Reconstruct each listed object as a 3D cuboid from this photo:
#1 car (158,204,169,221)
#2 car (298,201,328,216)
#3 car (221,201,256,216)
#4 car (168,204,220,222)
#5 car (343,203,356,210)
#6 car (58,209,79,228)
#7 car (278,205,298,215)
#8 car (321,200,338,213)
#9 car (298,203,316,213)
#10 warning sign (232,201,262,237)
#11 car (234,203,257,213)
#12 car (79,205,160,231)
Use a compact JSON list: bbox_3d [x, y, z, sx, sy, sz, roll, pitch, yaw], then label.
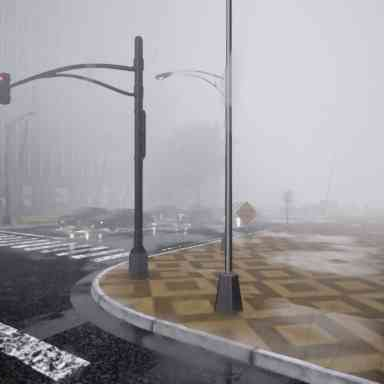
[{"bbox_3d":[-2.864,1.991,32.903,1.837,1.490,4.892,0,-1,33],"label":"car"},{"bbox_3d":[16.237,2.345,44.375,2.128,1.511,4.902,0,-1,33],"label":"car"},{"bbox_3d":[5.773,2.037,40.340,2.097,1.767,4.553,0,-1,33],"label":"car"},{"bbox_3d":[0.307,1.995,31.828,2.128,1.511,4.902,0,-1,33],"label":"car"},{"bbox_3d":[31.278,2.839,65.828,1.812,1.442,4.674,0,-1,33],"label":"car"},{"bbox_3d":[-7.824,1.847,25.151,1.812,1.442,4.674,0,-1,31],"label":"car"},{"bbox_3d":[13.567,2.453,46.225,1.895,1.301,4.718,0,-1,33],"label":"car"},{"bbox_3d":[21.752,2.256,53.068,2.150,2.045,5.566,0,-1,33],"label":"car"},{"bbox_3d":[18.997,2.595,54.793,1.994,1.385,4.181,0,-1,33],"label":"car"},{"bbox_3d":[3.058,1.456,18.575,1.300,1.860,1.060,1,1,33],"label":"warning sign"},{"bbox_3d":[8.091,2.373,49.885,1.812,1.442,4.674,0,-1,32],"label":"car"},{"bbox_3d":[-4.951,1.877,23.623,2.033,1.411,5.357,0,-1,33],"label":"car"}]
